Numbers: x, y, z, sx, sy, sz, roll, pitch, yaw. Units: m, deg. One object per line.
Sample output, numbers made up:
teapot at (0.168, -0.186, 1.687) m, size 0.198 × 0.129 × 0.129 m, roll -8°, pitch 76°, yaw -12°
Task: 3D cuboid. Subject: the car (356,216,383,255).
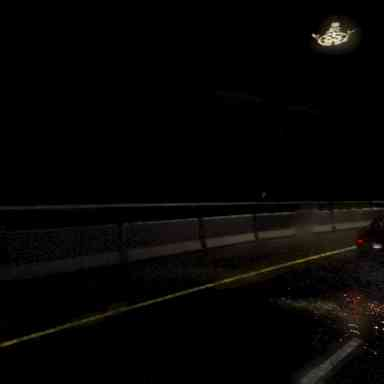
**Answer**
car at (7.724, 1.574, 12.236) m, size 4.674 × 1.442 × 1.812 m, roll 0°, pitch 0°, yaw -41°
